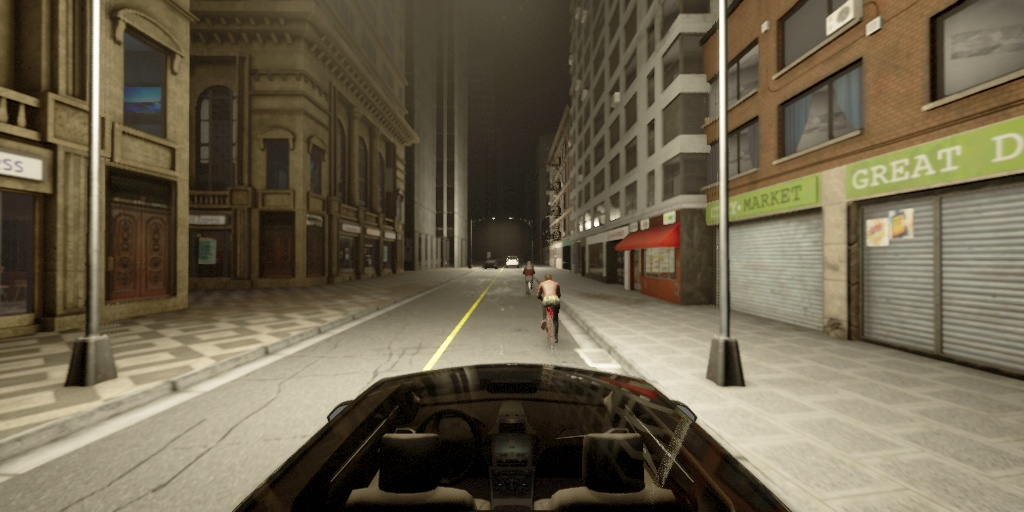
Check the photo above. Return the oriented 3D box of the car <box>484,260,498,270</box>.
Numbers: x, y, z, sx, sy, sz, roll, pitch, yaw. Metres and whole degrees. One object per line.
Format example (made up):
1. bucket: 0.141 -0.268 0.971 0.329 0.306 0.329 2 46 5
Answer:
1. car: -3.097 1.262 52.770 1.882 1.535 5.008 0 0 0

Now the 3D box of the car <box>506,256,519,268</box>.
1. car: 0.095 1.021 62.881 2.150 2.045 5.566 0 0 0

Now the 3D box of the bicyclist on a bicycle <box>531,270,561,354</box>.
1. bicyclist on a bicycle: 0.825 1.204 7.872 0.582 1.620 1.656 0 0 0

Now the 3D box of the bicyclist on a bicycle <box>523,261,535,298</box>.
1. bicyclist on a bicycle: 0.824 1.124 17.472 0.659 1.776 1.843 0 0 0
